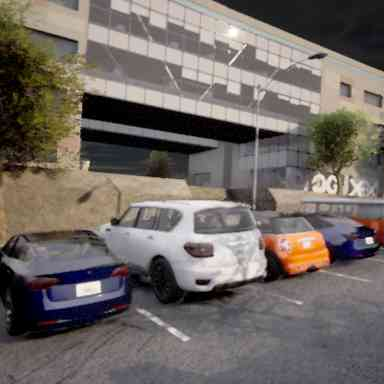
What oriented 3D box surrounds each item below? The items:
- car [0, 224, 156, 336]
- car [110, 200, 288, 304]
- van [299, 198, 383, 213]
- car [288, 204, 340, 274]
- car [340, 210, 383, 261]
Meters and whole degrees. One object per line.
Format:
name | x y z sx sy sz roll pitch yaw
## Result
car | -2.912 1.507 6.925 2.163 1.488 4.792 0 0 -35
car | -0.636 1.222 8.542 2.435 2.045 5.566 0 0 -35
van | 6.142 1.235 13.475 1.878 1.987 4.442 0 0 -35
car | 1.676 1.344 10.115 2.185 1.767 4.553 0 0 -35
car | 3.916 1.495 11.782 2.163 1.488 4.792 0 0 -35
